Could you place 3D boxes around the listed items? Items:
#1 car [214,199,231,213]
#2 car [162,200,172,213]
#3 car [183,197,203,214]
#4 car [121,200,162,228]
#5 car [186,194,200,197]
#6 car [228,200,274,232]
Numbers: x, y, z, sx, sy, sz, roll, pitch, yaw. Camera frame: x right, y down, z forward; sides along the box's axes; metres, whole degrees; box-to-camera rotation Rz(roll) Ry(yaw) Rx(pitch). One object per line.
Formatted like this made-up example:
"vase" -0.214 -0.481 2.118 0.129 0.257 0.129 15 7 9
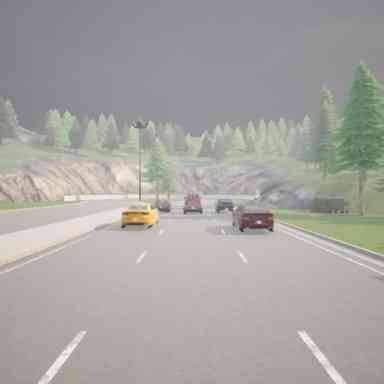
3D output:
"car" 3.605 1.504 37.283 1.837 1.490 4.892 0 0 0
"car" -3.394 1.563 37.769 1.994 1.385 4.181 0 0 0
"car" 0.104 1.564 35.204 1.994 1.385 4.181 0 0 0
"car" -3.395 1.477 22.272 1.882 1.535 5.008 0 0 0
"car" 0.099 1.221 44.623 2.150 2.045 5.566 0 0 0
"car" 3.604 1.477 20.283 1.882 1.535 5.008 0 0 0
